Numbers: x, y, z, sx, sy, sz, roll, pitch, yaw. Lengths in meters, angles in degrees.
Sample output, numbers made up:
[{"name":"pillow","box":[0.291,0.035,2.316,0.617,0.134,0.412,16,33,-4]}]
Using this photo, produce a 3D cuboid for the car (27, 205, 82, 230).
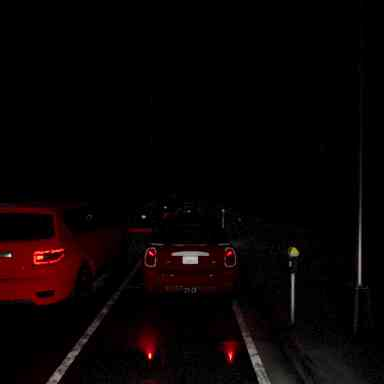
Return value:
[{"name":"car","box":[-8.822,1.575,21.767,1.802,1.307,4.206,-1,0,0]}]

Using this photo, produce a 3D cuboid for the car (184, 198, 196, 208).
[{"name":"car","box":[-0.276,1.554,49.696,1.802,1.307,4.206,-1,0,0]}]

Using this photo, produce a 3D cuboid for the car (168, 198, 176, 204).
[{"name":"car","box":[-3.046,1.485,40.441,1.837,1.490,4.892,0,0,0]}]

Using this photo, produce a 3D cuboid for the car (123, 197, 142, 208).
[{"name":"car","box":[-8.822,1.516,49.695,1.887,1.381,4.507,-1,0,0]}]

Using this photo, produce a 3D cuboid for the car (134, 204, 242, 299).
[{"name":"car","box":[-0.033,1.350,8.622,2.097,1.767,4.553,0,0,0]}]

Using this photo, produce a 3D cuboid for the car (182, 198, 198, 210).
[{"name":"car","box":[-0.277,1.543,44.111,1.947,1.339,4.313,-1,0,0]}]

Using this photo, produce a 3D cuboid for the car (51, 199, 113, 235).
[{"name":"car","box":[-6.246,1.346,19.520,2.097,1.767,4.553,0,0,0]}]

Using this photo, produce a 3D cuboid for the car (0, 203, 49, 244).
[{"name":"car","box":[-8.823,1.435,16.181,1.967,1.590,4.097,-1,0,0]}]

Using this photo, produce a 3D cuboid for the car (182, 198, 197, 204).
[{"name":"car","box":[-0.280,1.537,32.939,2.008,1.369,4.403,-1,0,0]}]

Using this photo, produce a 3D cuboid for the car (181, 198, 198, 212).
[{"name":"car","box":[-0.279,1.507,38.694,1.752,1.417,4.829,-1,0,0]}]

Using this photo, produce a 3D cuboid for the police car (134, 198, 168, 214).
[{"name":"police car","box":[-3.147,1.417,24.289,1.930,1.638,5.238,0,0,0]}]

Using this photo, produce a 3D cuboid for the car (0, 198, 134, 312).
[{"name":"car","box":[-3.054,1.216,7.821,2.150,2.045,5.566,0,0,1]}]
